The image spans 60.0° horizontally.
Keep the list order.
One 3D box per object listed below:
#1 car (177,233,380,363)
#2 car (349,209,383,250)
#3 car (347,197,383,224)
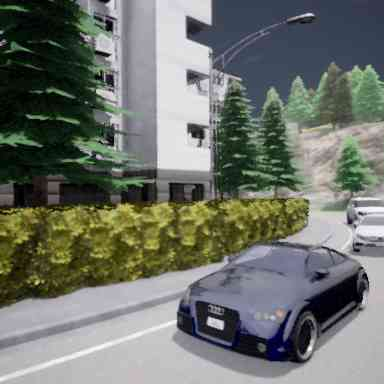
[{"bbox_3d":[1.685,1.640,6.077,1.994,1.385,4.181,-2,-1,43],"label":"car"},{"bbox_3d":[7.942,1.636,13.970,1.812,1.442,4.674,-1,-1,30],"label":"car"},{"bbox_3d":[12.481,1.418,23.648,2.150,2.045,5.566,-1,-1,17],"label":"car"}]
